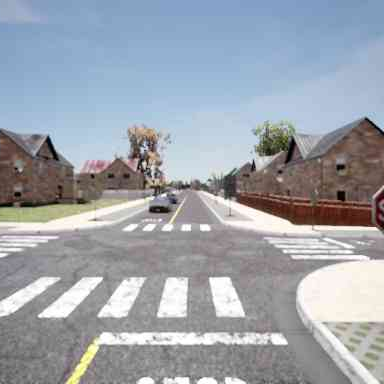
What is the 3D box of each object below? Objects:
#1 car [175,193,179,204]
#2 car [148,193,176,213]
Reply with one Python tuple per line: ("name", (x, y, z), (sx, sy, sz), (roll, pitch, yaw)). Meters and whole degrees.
("car", (-2.840, 0.886, 45.905), (1.837, 1.490, 4.892), (0, 2, 0))
("car", (-2.850, 1.136, 30.745), (2.033, 1.411, 5.357), (0, 1, 0))
